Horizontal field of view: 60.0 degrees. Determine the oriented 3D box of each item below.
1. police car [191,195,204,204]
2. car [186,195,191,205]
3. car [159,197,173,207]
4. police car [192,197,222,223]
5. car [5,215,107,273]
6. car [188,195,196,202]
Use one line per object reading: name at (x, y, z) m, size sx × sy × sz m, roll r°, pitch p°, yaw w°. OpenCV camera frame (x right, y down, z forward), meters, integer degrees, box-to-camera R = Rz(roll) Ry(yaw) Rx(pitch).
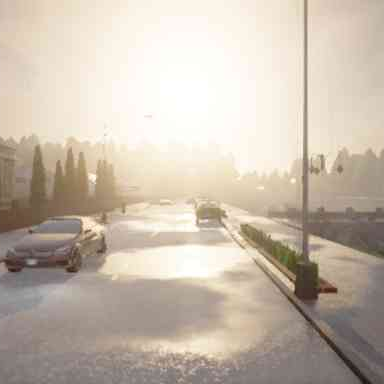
police car at (1.149, 1.375, 35.438) m, size 1.930 × 1.638 × 5.238 m, roll -4°, pitch 0°, yaw 0°
car at (0.010, 1.565, 58.692) m, size 1.994 × 1.385 × 4.181 m, roll 0°, pitch 0°, yaw 0°
car at (-4.049, 1.548, 52.569) m, size 2.033 × 1.411 × 5.357 m, roll 0°, pitch 0°, yaw 1°
police car at (1.164, 1.401, 25.446) m, size 1.930 × 1.638 × 5.238 m, roll -2°, pitch -1°, yaw 0°
car at (-4.098, 1.526, 10.833) m, size 1.812 × 1.442 × 4.674 m, roll 0°, pitch 0°, yaw 0°
car at (0.013, 1.382, 73.681) m, size 1.837 × 1.490 × 4.892 m, roll 0°, pitch 0°, yaw 0°
